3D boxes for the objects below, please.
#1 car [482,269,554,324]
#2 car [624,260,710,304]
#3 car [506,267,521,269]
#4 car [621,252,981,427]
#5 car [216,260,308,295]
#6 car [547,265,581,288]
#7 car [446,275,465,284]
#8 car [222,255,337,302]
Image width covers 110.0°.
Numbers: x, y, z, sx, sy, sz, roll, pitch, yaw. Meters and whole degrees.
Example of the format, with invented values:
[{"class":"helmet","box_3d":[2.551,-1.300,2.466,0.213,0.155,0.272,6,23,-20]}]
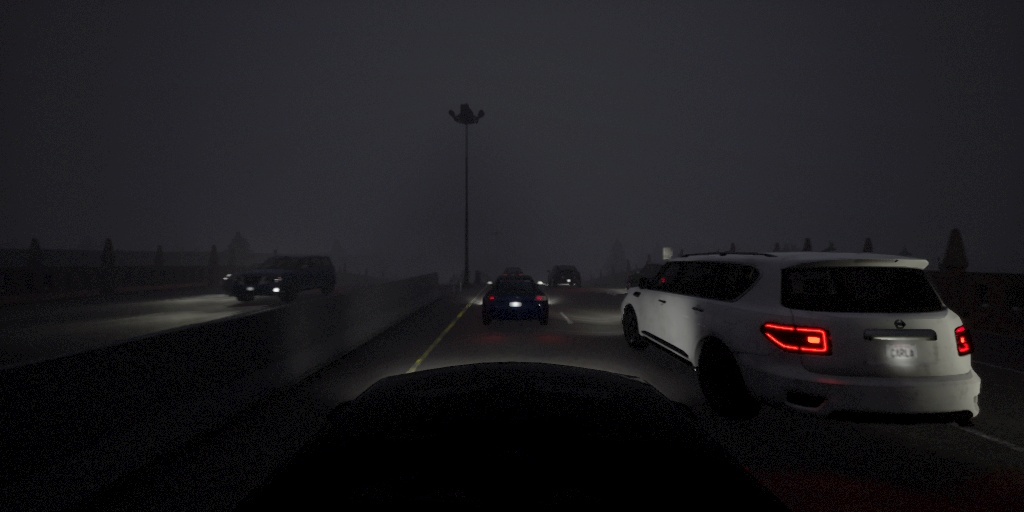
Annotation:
[{"class":"car","box_3d":[0.096,1.313,11.970,1.994,1.385,4.181,0,0,0]},{"class":"car","box_3d":[7.095,1.103,17.051,2.097,1.767,4.553,0,0,0]},{"class":"car","box_3d":[0.092,1.649,29.764,2.033,1.411,5.357,0,-3,0]},{"class":"car","box_3d":[3.598,0.971,5.995,2.150,2.045,5.566,0,0,0]},{"class":"car","box_3d":[-14.098,1.133,20.639,2.097,1.767,4.553,0,-1,0]},{"class":"car","box_3d":[3.593,1.396,25.108,1.837,1.490,4.892,0,-2,0]},{"class":"car","box_3d":[-7.044,3.208,47.410,2.128,1.511,4.902,0,-7,1]},{"class":"car","box_3d":[-10.602,0.970,17.283,2.150,2.045,5.566,0,0,0]}]
